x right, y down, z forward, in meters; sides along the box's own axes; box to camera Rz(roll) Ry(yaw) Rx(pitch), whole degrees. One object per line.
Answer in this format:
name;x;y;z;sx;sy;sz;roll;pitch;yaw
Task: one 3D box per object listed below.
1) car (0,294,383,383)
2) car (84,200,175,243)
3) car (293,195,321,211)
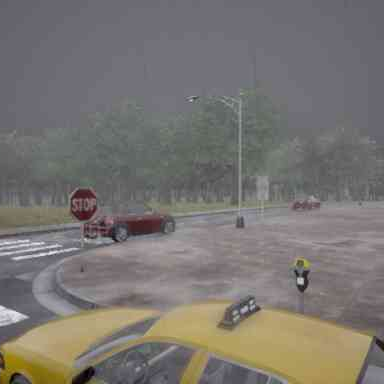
car;0.154;1.525;2.696;4.829;1.417;1.752;0;0;35
car;-2.804;1.229;15.649;2.097;1.767;4.553;0;0;36
car;13.143;1.157;37.815;2.097;1.767;4.553;0;0;36
